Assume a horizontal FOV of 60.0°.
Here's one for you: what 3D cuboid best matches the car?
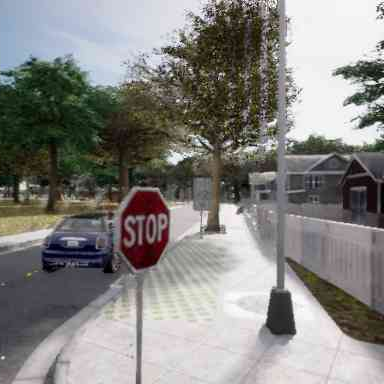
[{"bbox_3d":[-2.977,1.452,11.171,2.097,1.767,4.553,1,-1,7],"label":"car"}]
